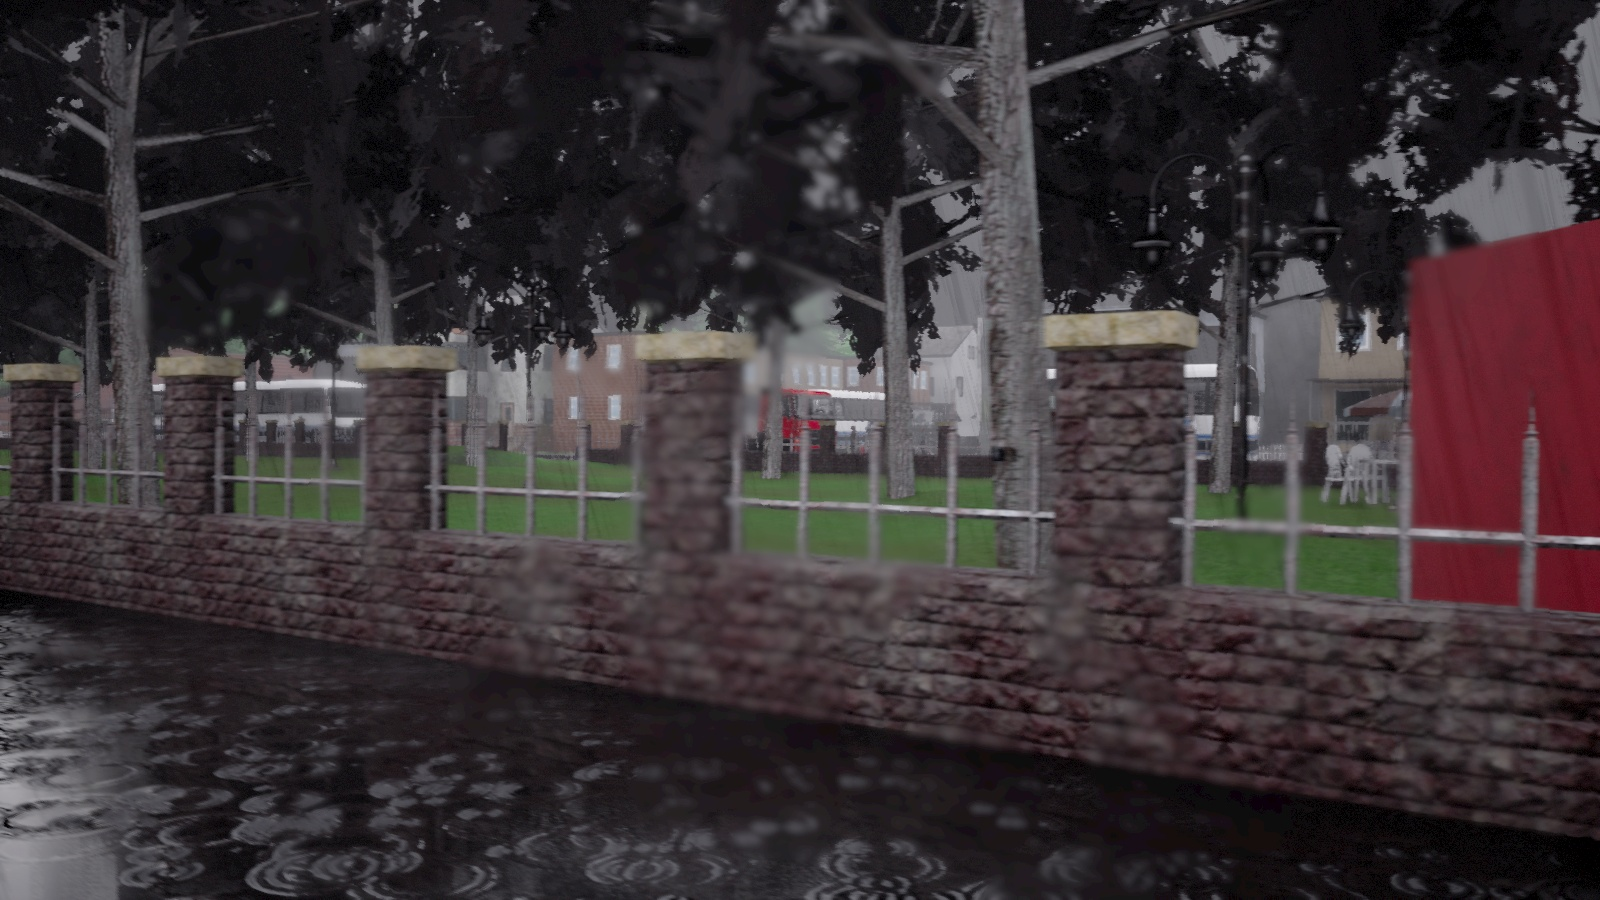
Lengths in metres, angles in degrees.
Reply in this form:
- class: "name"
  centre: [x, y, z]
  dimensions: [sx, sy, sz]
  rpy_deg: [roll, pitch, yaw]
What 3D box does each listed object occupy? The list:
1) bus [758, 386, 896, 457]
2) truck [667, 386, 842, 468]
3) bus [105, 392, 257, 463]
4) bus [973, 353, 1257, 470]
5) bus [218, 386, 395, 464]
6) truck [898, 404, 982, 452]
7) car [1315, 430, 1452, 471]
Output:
- class: "bus"
  centre: [1.883, -1.765, 80.831]
  dimensions: [3.944, 4.253, 10.273]
  rpy_deg: [0, 1, 34]
- class: "truck"
  centre: [-2.143, -1.003, 56.528]
  dimensions: [7.936, 3.462, 2.891]
  rpy_deg: [0, 1, 40]
- class: "bus"
  centre: [-39.187, -1.373, 79.311]
  dimensions: [10.273, 4.253, 3.944]
  rpy_deg: [0, 1, 34]
- class: "bus"
  centre: [12.462, -1.444, 50.256]
  dimensions: [10.273, 4.253, 3.944]
  rpy_deg: [0, 1, 35]
- class: "bus"
  centre: [-28.554, -1.376, 72.501]
  dimensions: [10.273, 4.253, 3.944]
  rpy_deg: [0, 1, 30]
- class: "truck"
  centre: [10.546, -1.626, 93.814]
  dimensions: [2.891, 3.462, 7.936]
  rpy_deg: [0, 1, 34]
- class: "car"
  centre: [20.780, -0.004, 44.753]
  dimensions: [4.181, 1.385, 1.994]
  rpy_deg: [0, 1, 33]
